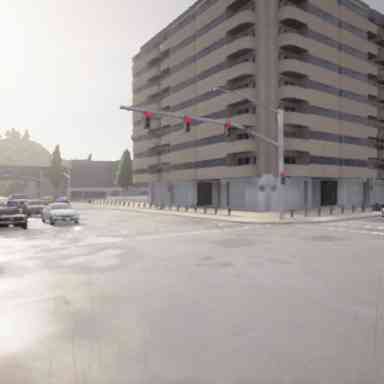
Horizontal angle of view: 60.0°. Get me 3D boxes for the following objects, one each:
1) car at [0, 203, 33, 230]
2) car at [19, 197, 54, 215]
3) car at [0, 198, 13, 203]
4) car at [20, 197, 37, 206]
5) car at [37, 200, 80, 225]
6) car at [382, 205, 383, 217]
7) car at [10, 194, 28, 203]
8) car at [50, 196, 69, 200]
[{"bbox_3d":[-11.594,1.634,20.857,1.895,1.301,4.718,-1,0,-35],"label":"car"},{"bbox_3d":[-14.915,1.517,31.760,1.837,1.490,4.892,-1,0,-35],"label":"car"},{"bbox_3d":[-16.945,1.519,28.548,1.882,1.535,5.008,-1,0,-35],"label":"car"},{"bbox_3d":[-28.343,1.567,57.536,1.994,1.385,4.181,-1,0,-35],"label":"car"},{"bbox_3d":[-9.620,1.530,24.175,1.812,1.442,4.674,-1,0,-35],"label":"car"},{"bbox_3d":[15.964,0.976,24.064,5.566,2.045,2.150,-1,0,-36],"label":"car"},{"bbox_3d":[-20.920,1.242,40.402,2.150,2.045,5.566,-1,0,-35],"label":"car"},{"bbox_3d":[-20.578,1.492,52.501,1.812,1.442,4.674,-1,0,-35],"label":"car"}]
